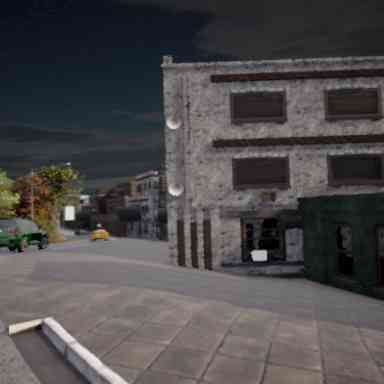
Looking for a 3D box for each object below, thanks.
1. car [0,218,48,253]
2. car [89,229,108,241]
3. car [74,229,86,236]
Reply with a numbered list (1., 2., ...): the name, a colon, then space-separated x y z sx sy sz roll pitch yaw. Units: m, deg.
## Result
1. car: -10.861 2.697 20.661 2.150 2.045 5.566 -2 -7 -5
2. car: -12.390 5.795 44.886 1.882 1.535 5.008 -1 -6 -10
3. car: -24.770 8.964 73.869 2.033 1.411 5.357 0 -3 -33
